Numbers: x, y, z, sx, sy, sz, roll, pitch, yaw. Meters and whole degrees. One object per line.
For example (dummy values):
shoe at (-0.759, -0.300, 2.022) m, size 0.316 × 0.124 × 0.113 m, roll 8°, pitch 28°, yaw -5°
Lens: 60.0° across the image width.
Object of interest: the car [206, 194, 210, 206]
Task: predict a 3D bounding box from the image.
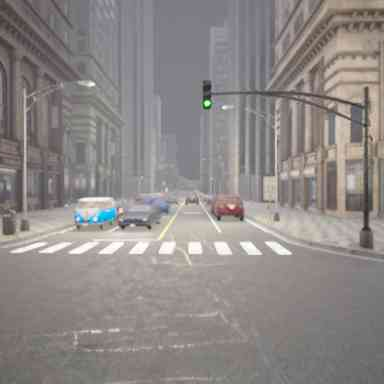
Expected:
car at (2.772, 1.128, 30.946) m, size 2.192 × 1.841 × 5.009 m, roll 0°, pitch 0°, yaw 0°

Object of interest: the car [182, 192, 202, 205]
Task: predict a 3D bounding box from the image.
car at (0.016, 1.071, 51.048) m, size 2.097 × 1.767 × 4.553 m, roll 0°, pitch 0°, yaw 0°

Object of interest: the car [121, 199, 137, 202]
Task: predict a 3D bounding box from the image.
car at (-5.754, 1.305, 25.500) m, size 1.967 × 1.590 × 4.097 m, roll 0°, pitch 0°, yaw 0°

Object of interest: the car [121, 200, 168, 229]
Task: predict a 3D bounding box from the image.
car at (-3.066, 1.431, 20.794) m, size 2.033 × 1.411 × 5.357 m, roll 0°, pitch 0°, yaw 4°

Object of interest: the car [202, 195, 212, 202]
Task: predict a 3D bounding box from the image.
car at (2.784, 1.231, 63.592) m, size 1.802 × 1.307 × 4.206 m, roll 0°, pitch 0°, yaw 0°

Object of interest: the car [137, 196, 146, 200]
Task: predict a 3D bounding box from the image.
car at (-5.752, 1.381, 30.941) m, size 1.887 × 1.381 × 4.507 m, roll 0°, pitch 0°, yaw 0°

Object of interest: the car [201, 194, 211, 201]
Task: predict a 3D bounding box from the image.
car at (2.786, 1.166, 69.032) m, size 1.887 × 1.381 × 4.507 m, roll 0°, pitch 0°, yaw 0°

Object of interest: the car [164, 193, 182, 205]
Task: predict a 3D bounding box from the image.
car at (-3.029, 1.277, 50.659) m, size 2.033 × 1.411 × 5.357 m, roll 0°, pitch 0°, yaw 1°

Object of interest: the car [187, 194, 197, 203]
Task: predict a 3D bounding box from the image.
car at (0.020, 1.146, 61.081) m, size 1.882 × 1.535 × 5.008 m, roll 0°, pitch 0°, yaw 0°

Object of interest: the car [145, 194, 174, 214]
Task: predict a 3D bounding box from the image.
car at (-3.086, 1.301, 32.080) m, size 1.882 × 1.535 × 5.008 m, roll 0°, pitch 0°, yaw 0°

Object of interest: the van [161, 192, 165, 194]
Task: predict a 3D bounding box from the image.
van at (-5.745, 1.068, 52.706) m, size 1.690 × 1.788 × 3.998 m, roll 0°, pitch 0°, yaw 0°

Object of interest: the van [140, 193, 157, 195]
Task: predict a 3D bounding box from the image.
van at (-5.749, 1.122, 41.823) m, size 1.690 × 1.788 × 3.998 m, roll 0°, pitch 0°, yaw 0°

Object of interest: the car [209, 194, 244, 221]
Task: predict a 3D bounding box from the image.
car at (2.771, 1.157, 25.505) m, size 2.192 × 1.841 × 5.009 m, roll 0°, pitch 0°, yaw 0°

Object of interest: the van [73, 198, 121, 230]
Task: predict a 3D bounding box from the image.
van at (-5.756, 1.236, 20.059) m, size 1.690 × 1.788 × 3.998 m, roll 0°, pitch 0°, yaw 0°

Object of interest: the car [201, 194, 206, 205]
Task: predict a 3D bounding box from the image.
car at (2.779, 1.282, 47.269) m, size 2.008 × 1.369 × 4.403 m, roll 0°, pitch 0°, yaw 0°
